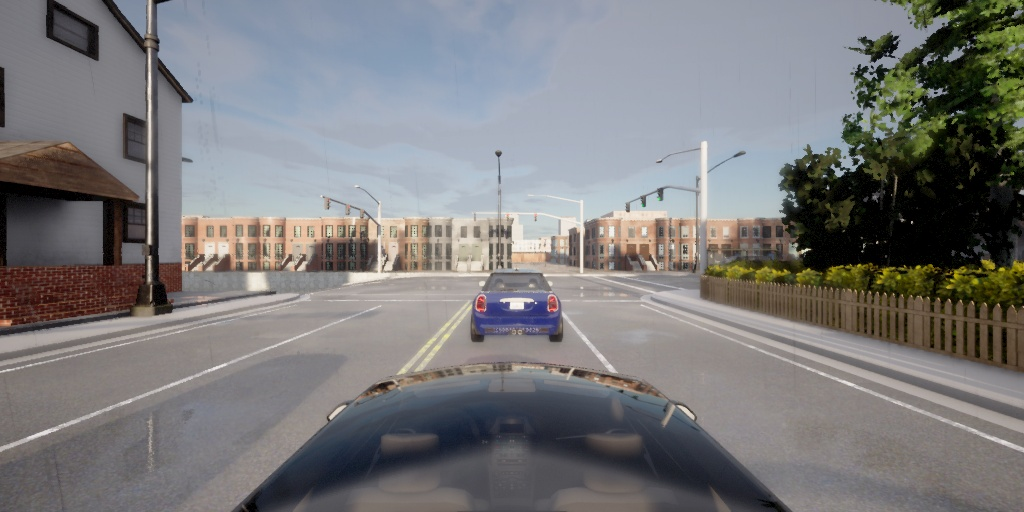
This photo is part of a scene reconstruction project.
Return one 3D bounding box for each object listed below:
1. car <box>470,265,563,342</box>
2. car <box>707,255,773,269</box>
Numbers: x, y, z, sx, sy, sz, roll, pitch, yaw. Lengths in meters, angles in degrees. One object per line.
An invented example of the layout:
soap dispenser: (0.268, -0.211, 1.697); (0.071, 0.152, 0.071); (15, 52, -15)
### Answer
car: (0.109, 1.102, 9.928); (2.097, 1.767, 4.553); (0, 0, 0)
car: (18.735, 0.971, 29.643); (5.566, 2.045, 2.150); (0, 0, 0)
